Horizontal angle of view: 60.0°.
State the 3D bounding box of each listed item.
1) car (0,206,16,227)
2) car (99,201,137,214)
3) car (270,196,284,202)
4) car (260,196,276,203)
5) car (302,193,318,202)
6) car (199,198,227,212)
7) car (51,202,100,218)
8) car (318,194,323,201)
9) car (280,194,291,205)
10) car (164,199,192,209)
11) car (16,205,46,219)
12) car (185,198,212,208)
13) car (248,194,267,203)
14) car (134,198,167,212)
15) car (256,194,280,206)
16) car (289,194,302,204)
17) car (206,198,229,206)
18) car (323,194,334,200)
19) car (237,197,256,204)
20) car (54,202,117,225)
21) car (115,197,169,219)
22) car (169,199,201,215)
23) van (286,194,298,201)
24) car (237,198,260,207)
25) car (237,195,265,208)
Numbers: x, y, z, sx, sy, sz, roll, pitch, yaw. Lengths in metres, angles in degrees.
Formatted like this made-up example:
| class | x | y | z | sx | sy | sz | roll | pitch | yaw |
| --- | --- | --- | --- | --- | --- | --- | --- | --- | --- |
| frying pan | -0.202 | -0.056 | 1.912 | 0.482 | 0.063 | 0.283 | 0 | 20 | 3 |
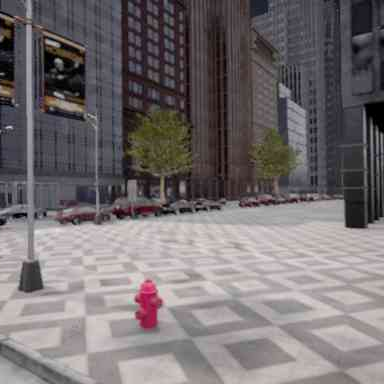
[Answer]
| class | x | y | z | sx | sy | sz | roll | pitch | yaw |
| --- | --- | --- | --- | --- | --- | --- | --- | --- | --- |
| car | -13.862 | 1.625 | 20.174 | 2.128 | 1.511 | 4.902 | -2 | -1 | 33 |
| car | -8.415 | 1.748 | 38.080 | 1.802 | 1.307 | 4.206 | -1 | 0 | 35 |
| car | 20.418 | 1.655 | 79.850 | 1.802 | 1.307 | 4.206 | -1 | 0 | 35 |
| car | 17.215 | 1.646 | 75.210 | 1.947 | 1.339 | 4.313 | -1 | 0 | 35 |
| car | 24.221 | 1.258 | 70.361 | 2.192 | 1.841 | 5.009 | -1 | 0 | 35 |
| car | 1.801 | 1.580 | 37.875 | 1.947 | 1.339 | 4.313 | -1 | 0 | 35 |
| car | -11.618 | 1.748 | 33.439 | 1.947 | 1.339 | 4.313 | -1 | 0 | 35 |
| car | 27.523 | 1.462 | 75.139 | 1.752 | 1.417 | 4.829 | -1 | -1 | 35 |
| car | 14.613 | 1.536 | 56.437 | 1.947 | 1.339 | 4.313 | -1 | 0 | 35 |
| car | -2.008 | 1.719 | 47.363 | 1.802 | 1.307 | 4.206 | -1 | 0 | 35 |
| car | -14.822 | 1.767 | 28.797 | 1.947 | 1.339 | 4.313 | -1 | 0 | 35 |
| car | 1.099 | 1.651 | 51.864 | 1.752 | 1.417 | 4.829 | -1 | 0 | 35 |
| car | 14.007 | 1.403 | 70.571 | 2.192 | 1.841 | 5.009 | -1 | 0 | 35 |
| car | -5.214 | 1.591 | 42.722 | 1.967 | 1.590 | 4.097 | -1 | 0 | 35 |
| car | 11.407 | 1.294 | 51.799 | 2.192 | 1.841 | 5.009 | -1 | 0 | 35 |
| car | 17.814 | 1.276 | 61.080 | 2.192 | 1.841 | 5.009 | -1 | 0 | 35 |
| car | 4.399 | 1.681 | 56.646 | 1.947 | 1.339 | 4.313 | -1 | 0 | 35 |
| car | 33.833 | 1.519 | 84.280 | 1.802 | 1.307 | 4.206 | -1 | -1 | 35 |
| car | 10.806 | 1.642 | 65.928 | 1.887 | 1.381 | 4.507 | -1 | 0 | 35 |
| car | -7.808 | 1.647 | 23.953 | 1.802 | 1.307 | 4.206 | -1 | 0 | 35 |
| car | -4.608 | 1.361 | 28.596 | 2.192 | 1.841 | 5.009 | -1 | 0 | 35 |
| car | -1.402 | 1.596 | 33.235 | 1.947 | 1.339 | 4.313 | -1 | 0 | 35 |
| van | 26.822 | 1.415 | 89.135 | 1.690 | 1.788 | 3.998 | -1 | -1 | 35 |
| car | 9.062 | 1.622 | 52.922 | 1.895 | 1.301 | 4.718 | -1 | -1 | 34 |
| car | 8.207 | 1.534 | 47.157 | 1.887 | 1.381 | 4.507 | -1 | 0 | 35 |
